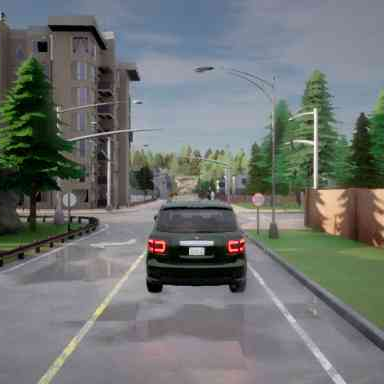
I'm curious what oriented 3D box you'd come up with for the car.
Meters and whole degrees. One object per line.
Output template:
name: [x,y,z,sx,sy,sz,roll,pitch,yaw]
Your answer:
car: [0.093,1.221,9.018,2.150,2.045,5.566,0,0,0]
